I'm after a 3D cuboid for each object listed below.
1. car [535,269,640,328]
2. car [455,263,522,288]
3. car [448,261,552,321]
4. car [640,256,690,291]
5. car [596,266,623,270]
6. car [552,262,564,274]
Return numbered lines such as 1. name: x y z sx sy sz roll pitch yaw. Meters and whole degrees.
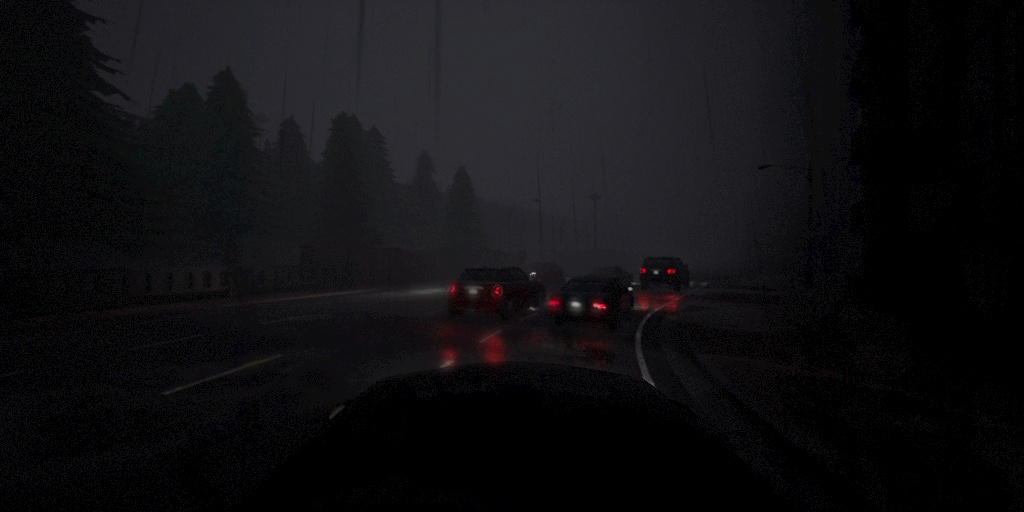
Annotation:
1. car: 2.722 1.329 11.620 2.033 1.411 5.357 0 0 25
2. car: -1.524 1.295 25.211 2.128 1.511 4.902 0 0 35
3. car: -0.345 1.129 12.994 2.097 1.767 4.553 0 0 23
4. car: 9.765 1.048 22.791 2.150 2.045 5.566 0 0 34
5. car: 6.757 1.370 24.574 2.033 1.411 5.357 0 0 34
6. car: 1.696 1.158 23.710 2.097 1.767 4.553 0 0 35
